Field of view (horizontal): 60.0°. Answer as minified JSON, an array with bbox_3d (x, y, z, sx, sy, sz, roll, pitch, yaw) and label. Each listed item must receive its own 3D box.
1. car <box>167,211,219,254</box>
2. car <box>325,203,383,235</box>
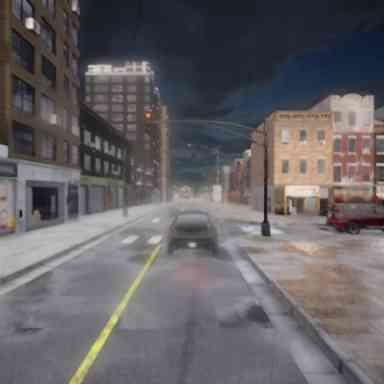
[{"bbox_3d":[0.033,1.531,13.568,1.837,1.490,4.892,0,0,1],"label":"car"},{"bbox_3d":[10.809,1.644,20.361,5.009,1.841,2.192,1,-1,0],"label":"car"}]
